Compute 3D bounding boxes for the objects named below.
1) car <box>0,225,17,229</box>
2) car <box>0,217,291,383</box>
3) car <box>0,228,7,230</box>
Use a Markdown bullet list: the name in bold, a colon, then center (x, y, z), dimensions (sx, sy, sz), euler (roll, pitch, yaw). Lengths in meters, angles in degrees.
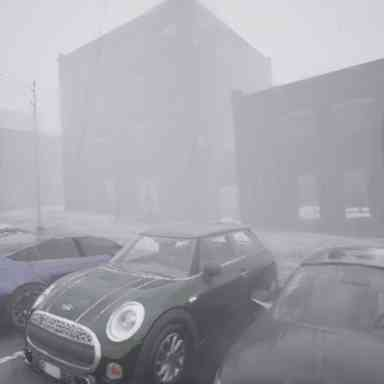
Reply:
- **car**: center (-5.069, 1.621, 8.928), dimensions (2.002, 1.452, 4.674), euler (-1, 0, 35)
- **car**: center (-0.266, 1.390, 5.546), dimensions (2.185, 1.767, 4.553), euler (-1, 0, 35)
- **car**: center (-2.658, 1.578, 7.248), dimensions (2.163, 1.488, 4.792), euler (-1, 0, 35)
